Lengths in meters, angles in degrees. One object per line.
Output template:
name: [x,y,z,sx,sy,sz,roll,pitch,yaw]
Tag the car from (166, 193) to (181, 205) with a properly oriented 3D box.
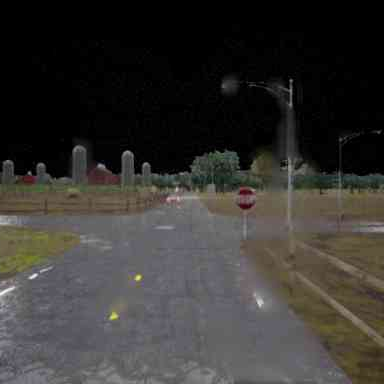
car: [-2.768,1.014,51.197,2.097,1.767,4.553,0,0,0]
